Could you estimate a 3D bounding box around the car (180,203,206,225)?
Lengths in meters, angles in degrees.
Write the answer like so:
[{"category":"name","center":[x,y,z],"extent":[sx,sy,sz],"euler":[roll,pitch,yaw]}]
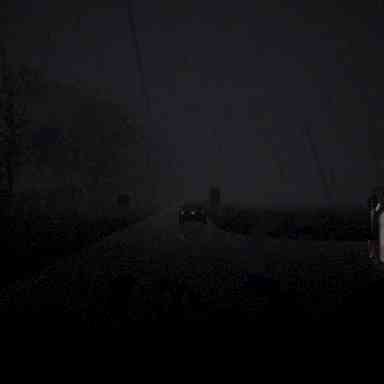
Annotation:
[{"category":"car","center":[0.044,1.681,27.660],"extent":[2.097,1.767,4.553],"euler":[0,-1,-1]}]
